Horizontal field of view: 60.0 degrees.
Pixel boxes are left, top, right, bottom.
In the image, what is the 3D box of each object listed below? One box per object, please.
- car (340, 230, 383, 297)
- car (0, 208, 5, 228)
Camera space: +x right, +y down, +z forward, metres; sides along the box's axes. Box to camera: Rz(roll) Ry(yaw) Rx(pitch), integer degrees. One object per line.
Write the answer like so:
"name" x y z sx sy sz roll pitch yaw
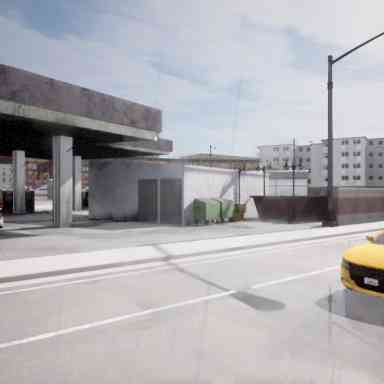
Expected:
"car" 5.538 1.477 7.939 5.008 1.535 1.882 0 0 -35
"car" -12.772 1.456 20.495 1.970 1.475 3.806 0 0 -34
